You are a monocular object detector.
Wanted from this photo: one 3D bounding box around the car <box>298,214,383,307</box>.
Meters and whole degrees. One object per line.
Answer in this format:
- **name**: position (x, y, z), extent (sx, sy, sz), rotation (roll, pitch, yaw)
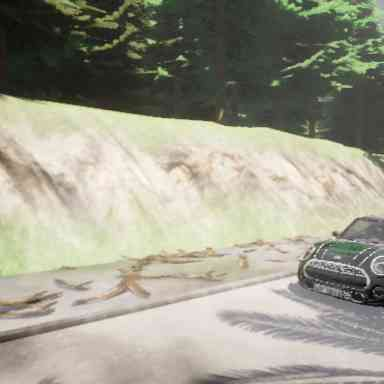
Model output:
- **car**: position (4.572, 1.350, 7.846), extent (4.553, 1.767, 2.097), rotation (0, 0, -35)
